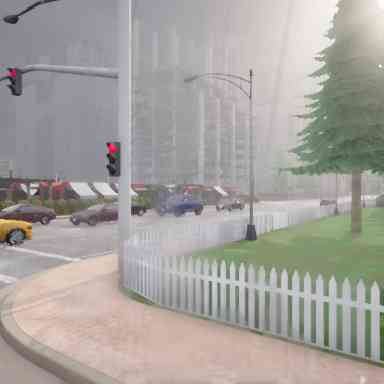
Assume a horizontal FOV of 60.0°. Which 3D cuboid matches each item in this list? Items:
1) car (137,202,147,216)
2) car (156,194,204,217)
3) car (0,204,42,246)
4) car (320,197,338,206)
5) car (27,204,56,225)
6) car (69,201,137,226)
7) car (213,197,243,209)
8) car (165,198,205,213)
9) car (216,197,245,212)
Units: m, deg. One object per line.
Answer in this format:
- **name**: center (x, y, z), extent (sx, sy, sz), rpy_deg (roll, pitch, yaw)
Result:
- **car**: center (-6.227, 1.478, 29.942), extent (1.882, 1.535, 5.008), rpy_deg (0, 0, 34)
- **car**: center (-1.021, 1.221, 31.405), extent (2.150, 2.045, 5.566), rpy_deg (0, 0, 34)
- **car**: center (-8.997, 1.478, 13.167), extent (1.882, 1.535, 5.008), rpy_deg (1, 1, 43)
- **car**: center (21.054, 1.526, 51.286), extent (1.812, 1.442, 4.674), rpy_deg (0, 0, 34)
- **car**: center (-11.448, 1.526, 22.197), extent (1.812, 1.442, 4.674), rpy_deg (0, 0, 36)
- **car**: center (-6.332, 1.526, 23.486), extent (1.812, 1.442, 4.674), rpy_deg (0, 0, 34)
- **car**: center (5.132, 1.492, 46.721), extent (2.128, 1.511, 4.902), rpy_deg (0, 0, 34)
- **car**: center (-0.683, 1.492, 38.154), extent (2.128, 1.511, 4.902), rpy_deg (0, 0, 34)
- **car**: center (4.616, 1.492, 39.743), extent (2.128, 1.511, 4.902), rpy_deg (0, 0, 34)
